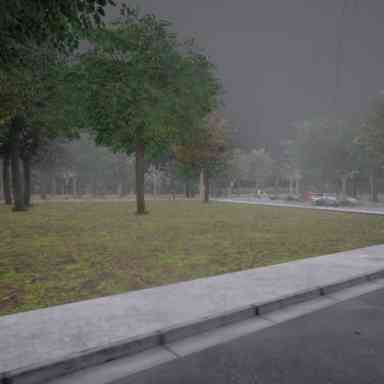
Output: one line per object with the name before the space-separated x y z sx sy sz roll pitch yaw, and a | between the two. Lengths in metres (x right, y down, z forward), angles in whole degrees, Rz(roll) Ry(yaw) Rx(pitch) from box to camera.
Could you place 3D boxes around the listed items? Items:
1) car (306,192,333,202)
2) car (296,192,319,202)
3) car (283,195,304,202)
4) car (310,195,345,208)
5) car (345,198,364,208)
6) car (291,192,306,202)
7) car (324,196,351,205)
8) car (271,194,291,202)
car | 24.008 1.269 61.457 2.150 2.045 5.566 0 0 -11
car | 24.966 1.113 72.222 2.150 2.045 5.566 0 0 -12
car | 21.794 1.402 71.510 2.128 1.511 4.902 0 0 -12
car | 19.886 1.581 49.018 1.994 1.385 4.181 0 0 -12
car | 23.178 1.554 49.163 1.812 1.442 4.674 0 0 -12
car | 19.830 1.232 65.185 1.882 1.535 5.008 0 0 -12
car | 27.145 1.550 62.310 2.128 1.511 4.902 0 0 -12
car | 16.653 1.179 64.502 1.837 1.490 4.892 0 0 -12
